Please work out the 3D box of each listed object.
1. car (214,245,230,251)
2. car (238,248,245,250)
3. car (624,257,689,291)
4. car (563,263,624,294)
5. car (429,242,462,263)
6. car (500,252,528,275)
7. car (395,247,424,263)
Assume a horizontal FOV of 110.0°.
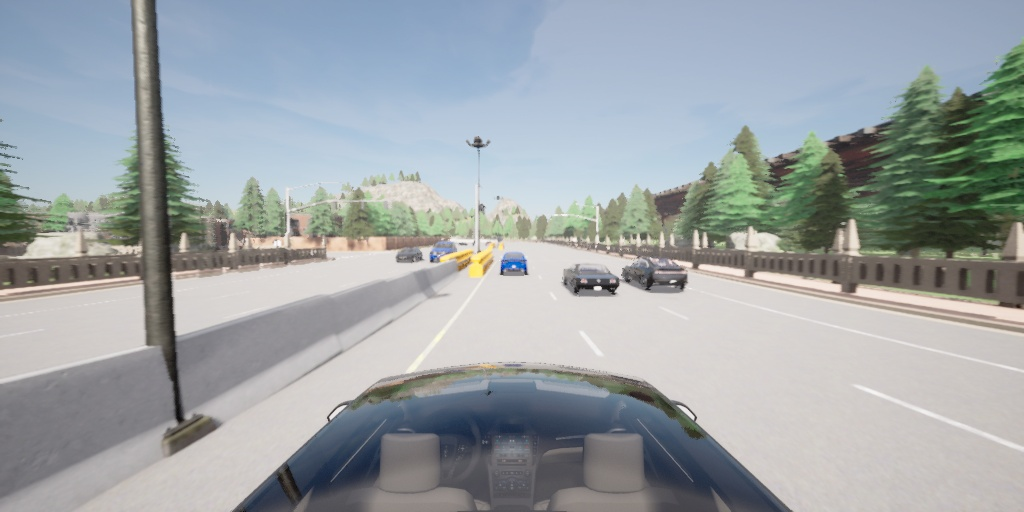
[{"bbox_3d":[-39.425,-0.657,46.175,5.008,1.535,1.882,0,3,1],"label":"car"},{"bbox_3d":[-39.392,-0.794,49.685,4.674,1.442,1.812,0,3,1],"label":"car"},{"bbox_3d":[7.113,0.812,18.269,2.128,1.511,4.902,0,3,0],"label":"car"},{"bbox_3d":[3.610,0.974,17.262,1.895,1.301,4.718,0,3,0],"label":"car"},{"bbox_3d":[-6.900,-0.441,36.808,2.150,2.045,5.566,0,3,0],"label":"car"},{"bbox_3d":[0.142,0.412,25.669,1.882,1.535,5.008,0,3,0],"label":"car"},{"bbox_3d":[-10.403,-0.126,36.644,1.837,1.490,4.892,0,3,1],"label":"car"}]
